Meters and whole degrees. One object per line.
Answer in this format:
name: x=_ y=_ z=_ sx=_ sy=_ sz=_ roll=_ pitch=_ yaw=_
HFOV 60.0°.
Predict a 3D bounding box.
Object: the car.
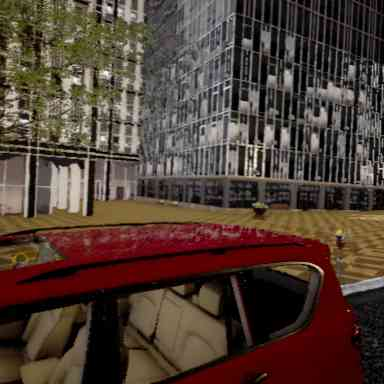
car: x=-0.932 y=1.222 z=2.163 sx=5.009 sy=1.841 sz=2.192 roll=1 pitch=3 yaw=-33
